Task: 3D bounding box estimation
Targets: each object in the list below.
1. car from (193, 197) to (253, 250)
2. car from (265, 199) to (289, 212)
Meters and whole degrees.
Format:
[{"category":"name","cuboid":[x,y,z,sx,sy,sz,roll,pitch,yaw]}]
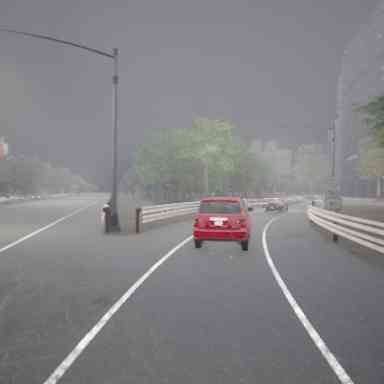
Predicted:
[{"category":"car","cuboid":[1.487,1.233,14.792,2.150,2.045,5.566,0,0,11]},{"category":"car","cuboid":[9.915,1.574,38.733,1.812,1.442,4.674,0,0,28]}]
